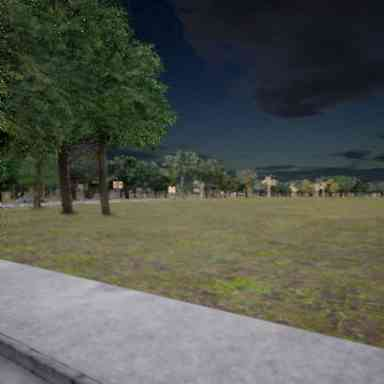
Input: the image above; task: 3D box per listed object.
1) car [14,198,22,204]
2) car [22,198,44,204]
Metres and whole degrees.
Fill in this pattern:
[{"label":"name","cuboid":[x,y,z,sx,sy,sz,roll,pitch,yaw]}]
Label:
[{"label":"car","cuboid":[-41.989,2.190,82.868,2.128,1.511,4.902,-1,0,13]},{"label":"car","cuboid":[-38.817,2.107,82.162,1.882,1.535,5.008,-1,0,13]}]
